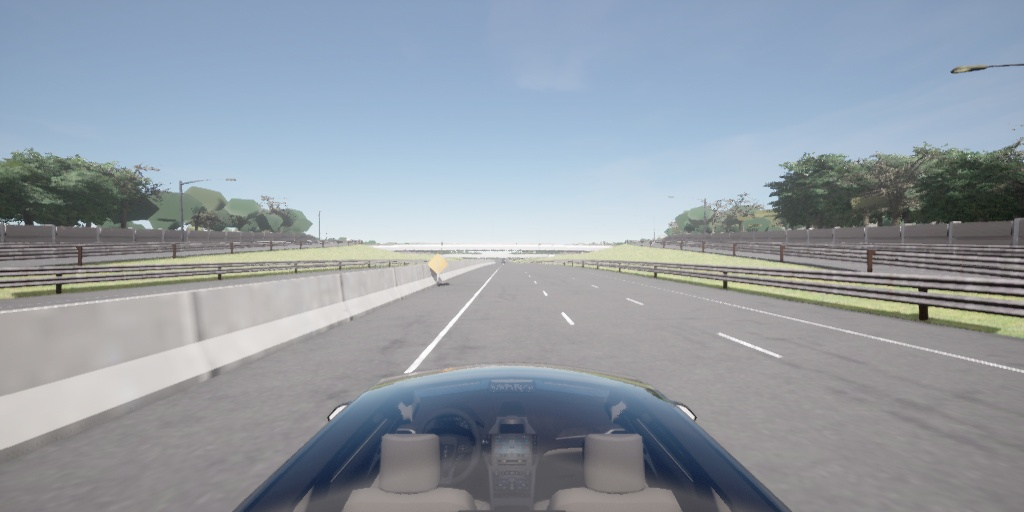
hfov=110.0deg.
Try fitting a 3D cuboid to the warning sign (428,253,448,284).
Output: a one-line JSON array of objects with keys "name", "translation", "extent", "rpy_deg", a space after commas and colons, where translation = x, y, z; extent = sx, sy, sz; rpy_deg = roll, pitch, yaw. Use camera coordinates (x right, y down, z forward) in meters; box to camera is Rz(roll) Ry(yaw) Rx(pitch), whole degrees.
[{"name": "warning sign", "translation": [-4.593, 0.787, 22.297], "extent": [1.300, 1.860, 1.060], "rpy_deg": [0, 0, 0]}]
